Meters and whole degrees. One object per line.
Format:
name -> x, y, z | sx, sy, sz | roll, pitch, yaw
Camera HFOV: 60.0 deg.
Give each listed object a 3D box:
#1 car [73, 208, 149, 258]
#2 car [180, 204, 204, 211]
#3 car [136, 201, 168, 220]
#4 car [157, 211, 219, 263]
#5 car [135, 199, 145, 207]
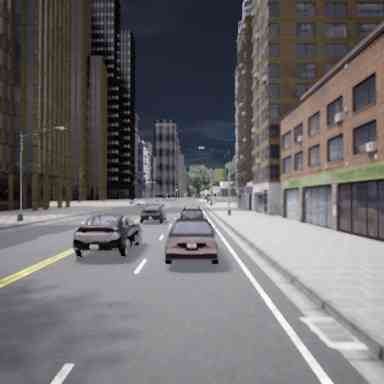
car -> -3.240, 1.637, 13.496 | 2.128, 1.511, 4.902 | 0, 0, 0
car -> 0.001, 1.790, 28.496 | 2.128, 1.511, 4.902 | 0, 0, 0
car -> -3.249, 1.804, 28.487 | 1.837, 1.490, 4.892 | 0, 0, 0
car -> 0.000, 1.682, 12.522 | 2.033, 1.411, 5.357 | 0, -1, 0
car -> -9.809, 2.168, 64.580 | 1.812, 1.442, 4.674 | 0, -1, 1
